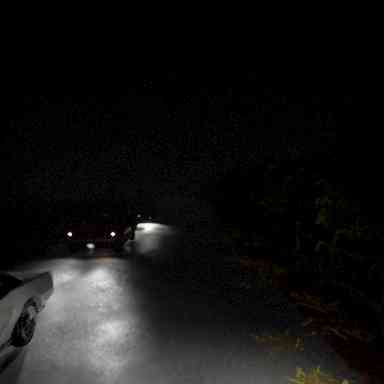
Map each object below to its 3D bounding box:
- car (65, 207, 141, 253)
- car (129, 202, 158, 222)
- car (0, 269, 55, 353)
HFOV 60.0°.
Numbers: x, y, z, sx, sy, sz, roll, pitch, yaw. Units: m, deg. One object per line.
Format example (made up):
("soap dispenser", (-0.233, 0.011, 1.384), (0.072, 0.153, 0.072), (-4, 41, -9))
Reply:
("car", (-3.425, 1.485, 13.353), (1.895, 1.301, 4.718), (0, 1, -1))
("car", (-3.546, 1.395, 24.047), (1.994, 1.385, 4.181), (0, 1, -1))
("car", (-3.245, 1.578, 3.469), (1.895, 1.301, 4.718), (0, 1, -1))
